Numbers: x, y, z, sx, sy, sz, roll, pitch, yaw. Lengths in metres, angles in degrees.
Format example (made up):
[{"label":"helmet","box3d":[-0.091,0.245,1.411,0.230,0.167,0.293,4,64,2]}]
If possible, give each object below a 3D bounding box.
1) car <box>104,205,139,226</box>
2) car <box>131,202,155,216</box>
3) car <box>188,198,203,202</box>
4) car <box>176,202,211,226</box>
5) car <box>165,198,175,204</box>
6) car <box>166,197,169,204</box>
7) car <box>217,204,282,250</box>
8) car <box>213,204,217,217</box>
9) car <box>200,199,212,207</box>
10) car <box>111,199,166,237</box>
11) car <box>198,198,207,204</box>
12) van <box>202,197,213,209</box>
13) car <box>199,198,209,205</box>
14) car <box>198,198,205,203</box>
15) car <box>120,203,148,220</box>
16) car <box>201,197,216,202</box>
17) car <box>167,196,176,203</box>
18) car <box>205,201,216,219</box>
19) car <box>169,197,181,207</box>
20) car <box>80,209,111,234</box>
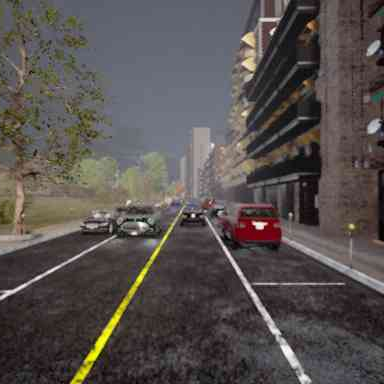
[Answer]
[{"label":"car","box3d":[-5.332,1.765,25.562,1.802,1.307,4.206,1,0,0]},{"label":"car","box3d":[-5.342,1.817,36.869,2.008,1.369,4.403,1,0,0]},{"label":"car","box3d":[0.060,1.825,41.332,1.812,1.442,4.674,0,0,0]},{"label":"car","box3d":[0.076,1.729,25.254,2.033,1.411,5.357,0,0,0]},{"label":"car","box3d":[-5.384,2.160,82.100,2.008,1.369,4.403,1,0,0]},{"label":"car","box3d":[-5.357,1.832,53.831,1.967,1.590,4.097,1,0,0]},{"label":"car","box3d":[2.561,1.422,14.929,2.192,1.841,5.009,1,0,0]},{"label":"car","box3d":[2.553,1.693,20.588,1.887,1.381,4.507,1,0,0]},{"label":"car","box3d":[2.516,2.006,60.213,1.947,1.339,4.313,1,0,0]},{"label":"car","box3d":[-2.868,1.487,18.834,2.097,1.767,4.553,0,0,0]},{"label":"car","box3d":[2.500,2.137,77.195,1.947,1.339,4.313,1,0,0]},{"label":"van","box3d":[2.524,1.739,54.554,1.690,1.788,3.998,1,0,0]},{"label":"car","box3d":[2.506,2.072,71.535,1.887,1.381,4.507,1,0,0]},{"label":"car","box3d":[2.490,2.227,88.517,1.947,1.339,4.313,1,0,0]},{"label":"car","box3d":[-5.337,1.769,31.215,1.887,1.381,4.507,1,0,0]},{"label":"car","box3d":[2.530,1.671,48.893,2.192,1.841,5.009,1,0,0]},{"label":"car","box3d":[-5.387,1.969,87.755,2.192,1.841,5.009,1,0,0]},{"label":"car","box3d":[2.543,1.796,31.909,1.947,1.339,4.313,1,0,0]},{"label":"car","box3d":[-2.840,2.043,60.550,1.895,1.301,4.718,0,0,1]},{"label":"car","box3d":[-5.326,1.693,19.908,2.008,1.369,4.403,1,0,0]}]
